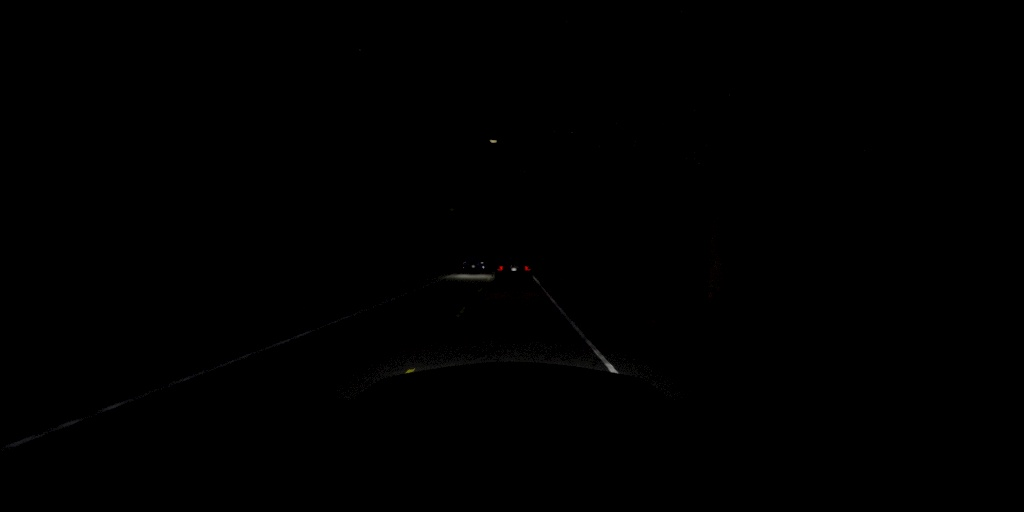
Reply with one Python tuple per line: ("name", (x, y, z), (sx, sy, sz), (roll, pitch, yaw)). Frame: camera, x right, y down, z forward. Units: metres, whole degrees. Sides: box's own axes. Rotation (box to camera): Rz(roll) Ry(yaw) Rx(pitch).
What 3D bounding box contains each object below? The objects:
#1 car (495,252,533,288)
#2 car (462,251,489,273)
("car", (0.107, 0.788, 22.220), (2.150, 2.045, 5.566), (0, 1, 0))
("car", (-3.500, 0.573, 35.372), (2.150, 2.045, 5.566), (0, 1, 0))
